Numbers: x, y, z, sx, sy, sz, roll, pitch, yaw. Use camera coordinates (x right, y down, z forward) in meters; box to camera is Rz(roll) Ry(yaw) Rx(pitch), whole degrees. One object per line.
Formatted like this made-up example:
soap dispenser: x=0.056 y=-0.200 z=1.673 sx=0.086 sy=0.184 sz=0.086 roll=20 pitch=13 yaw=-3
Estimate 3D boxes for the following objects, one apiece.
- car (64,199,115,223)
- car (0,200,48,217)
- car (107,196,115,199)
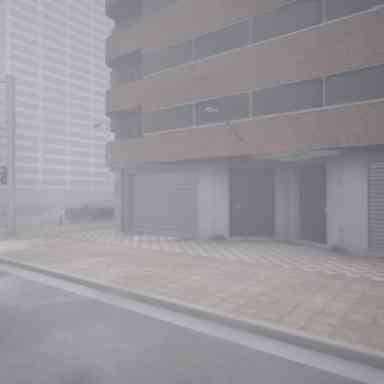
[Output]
car: x=-7.689 y=1.552 z=26.684 sx=1.882 sy=1.535 sz=5.008 roll=0 pitch=0 yaw=37
car: x=-16.666 y=1.615 z=32.551 sx=1.837 sy=1.490 sz=4.892 roll=0 pitch=0 yaw=37
car: x=-10.431 y=1.616 z=40.816 sx=1.837 sy=1.490 sz=4.892 roll=0 pitch=0 yaw=37
